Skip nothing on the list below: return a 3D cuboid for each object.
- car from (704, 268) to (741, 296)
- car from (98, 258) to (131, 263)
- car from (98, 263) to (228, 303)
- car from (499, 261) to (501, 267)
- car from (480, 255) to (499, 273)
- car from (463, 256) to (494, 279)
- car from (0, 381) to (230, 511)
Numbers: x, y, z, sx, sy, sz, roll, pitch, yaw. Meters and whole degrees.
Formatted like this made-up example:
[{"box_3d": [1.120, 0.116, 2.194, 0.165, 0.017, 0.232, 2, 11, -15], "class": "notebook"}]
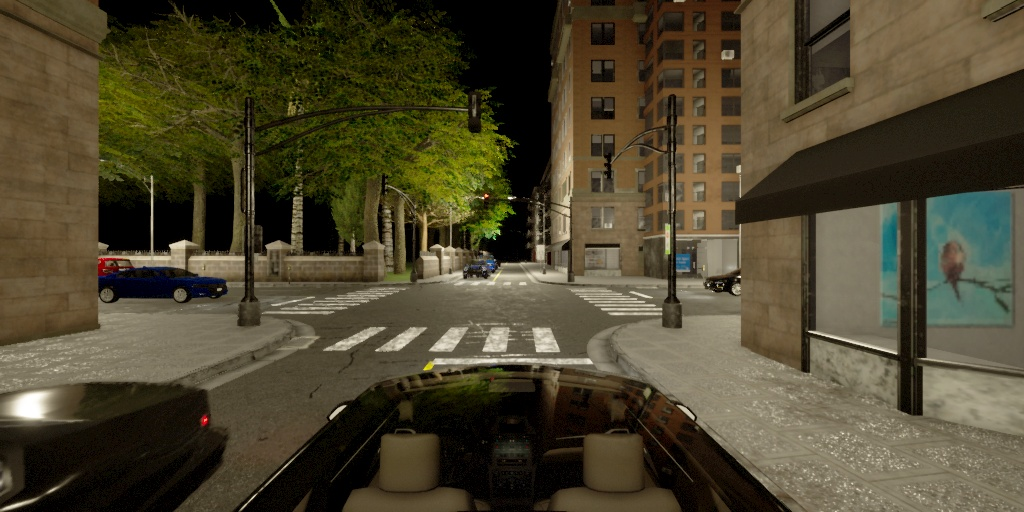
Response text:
[{"box_3d": [12.690, 1.271, 18.716, 4.892, 1.490, 1.837, 0, 0, 1], "class": "car"}, {"box_3d": [-25.922, 1.035, 21.815, 5.009, 1.841, 2.192, 0, 0, 1], "class": "car"}, {"box_3d": [-15.471, 1.212, 15.897, 5.008, 1.535, 1.882, 0, 0, 0], "class": "car"}, {"box_3d": [-3.018, 1.171, 51.989, 1.882, 1.535, 5.008, 0, 0, 0], "class": "car"}, {"box_3d": [-3.045, 0.935, 41.962, 2.150, 2.045, 5.566, 0, 0, 0], "class": "car"}, {"box_3d": [-3.088, 1.083, 32.199, 2.097, 1.767, 4.553, 0, 0, 1], "class": "car"}, {"box_3d": [-3.120, 1.297, 0.379, 2.033, 1.411, 5.357, 0, 0, 0], "class": "car"}]
